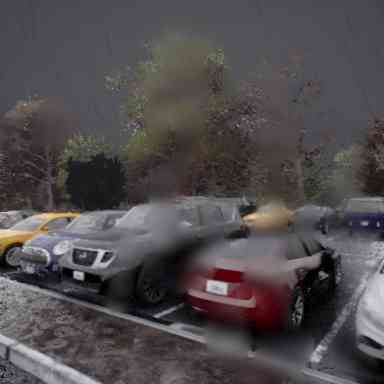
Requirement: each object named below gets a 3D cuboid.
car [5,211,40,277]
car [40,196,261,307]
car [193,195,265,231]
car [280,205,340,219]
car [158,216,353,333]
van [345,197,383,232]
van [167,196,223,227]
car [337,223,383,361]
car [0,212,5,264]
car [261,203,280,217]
[{"bbox_3d":[-2.800,1.379,10.255,2.185,1.767,4.553,0,0,35],"label":"car"},{"bbox_3d":[-0.570,1.245,8.607,2.435,2.045,5.566,0,0,35],"label":"car"},{"bbox_3d":[2.657,1.262,22.410,2.435,2.045,5.566,-1,0,35],"label":"car"},{"bbox_3d":[7.160,1.496,19.188,2.231,1.521,4.892,0,0,35],"label":"car"},{"bbox_3d":[1.731,1.521,7.053,2.163,1.488,4.792,0,0,35],"label":"car"},{"bbox_3d":[9.494,1.264,17.690,1.878,1.987,4.442,0,0,35],"label":"van"},{"bbox_3d":[0.347,1.310,24.152,1.878,1.987,4.442,-1,0,35],"label":"van"},{"bbox_3d":[3.983,1.526,5.429,2.002,1.452,4.674,0,0,35],"label":"car"},{"bbox_3d":[-5.082,1.517,11.836,2.097,1.535,5.008,0,0,35],"label":"car"},{"bbox_3d":[4.797,1.499,20.638,1.946,1.575,5.366,0,0,35],"label":"car"}]
